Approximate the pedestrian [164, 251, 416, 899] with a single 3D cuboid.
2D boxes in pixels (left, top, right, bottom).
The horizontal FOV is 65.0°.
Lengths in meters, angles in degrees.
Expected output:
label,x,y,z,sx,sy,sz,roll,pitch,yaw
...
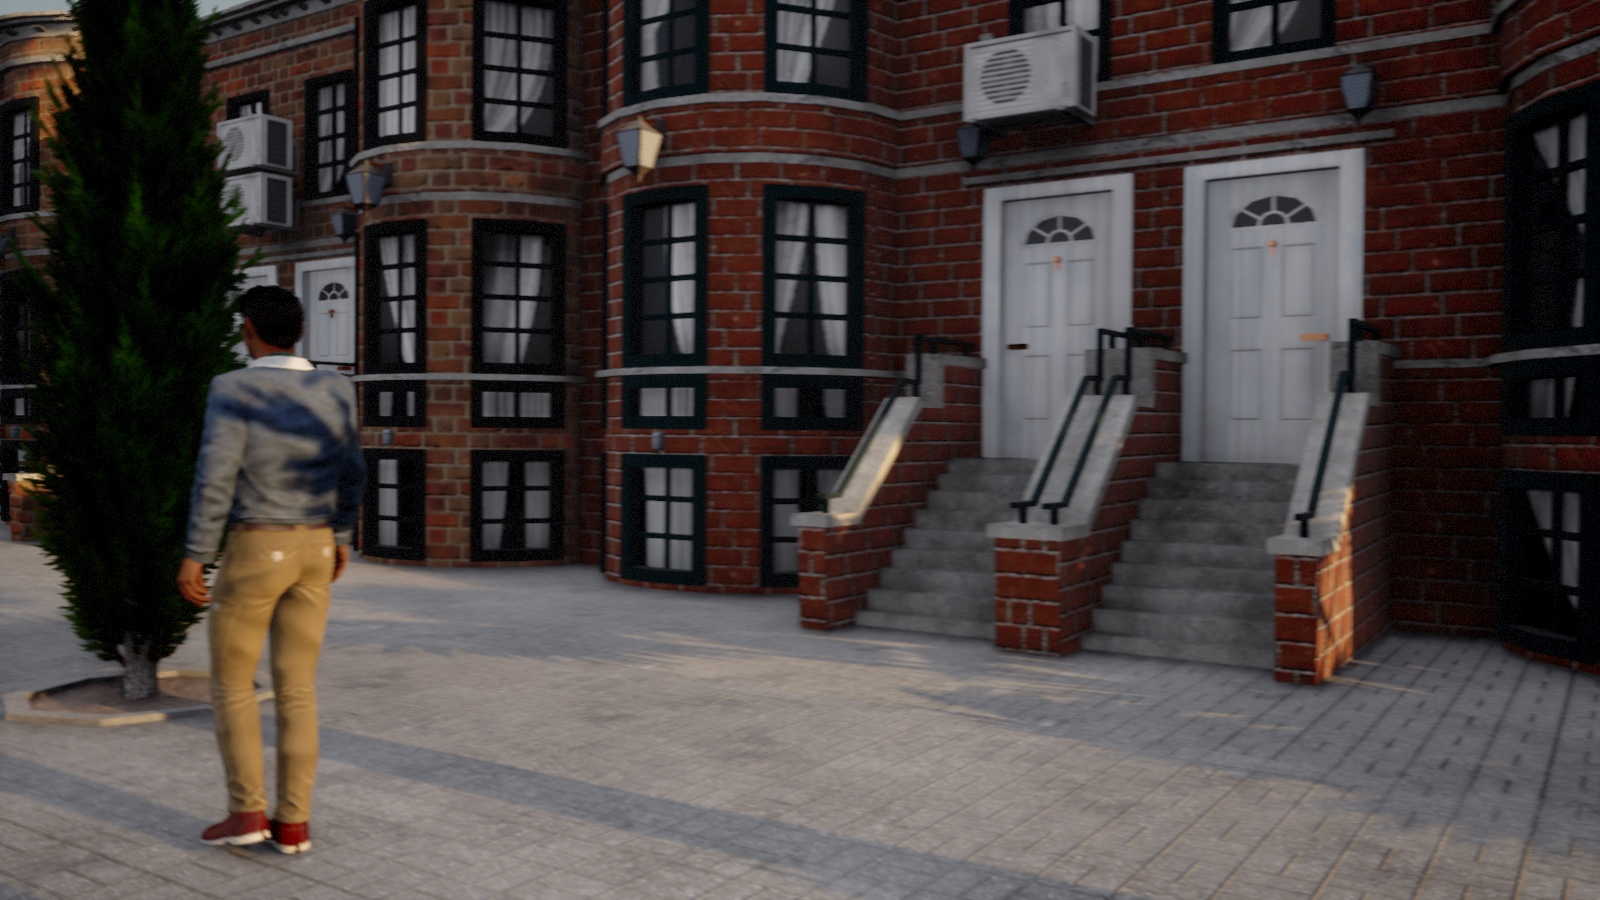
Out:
label,x,y,z,sx,sy,sz,roll,pitch,yaw
pedestrian,-1.649,0.399,4.036,0.788,1.949,0.423,0,1,42
